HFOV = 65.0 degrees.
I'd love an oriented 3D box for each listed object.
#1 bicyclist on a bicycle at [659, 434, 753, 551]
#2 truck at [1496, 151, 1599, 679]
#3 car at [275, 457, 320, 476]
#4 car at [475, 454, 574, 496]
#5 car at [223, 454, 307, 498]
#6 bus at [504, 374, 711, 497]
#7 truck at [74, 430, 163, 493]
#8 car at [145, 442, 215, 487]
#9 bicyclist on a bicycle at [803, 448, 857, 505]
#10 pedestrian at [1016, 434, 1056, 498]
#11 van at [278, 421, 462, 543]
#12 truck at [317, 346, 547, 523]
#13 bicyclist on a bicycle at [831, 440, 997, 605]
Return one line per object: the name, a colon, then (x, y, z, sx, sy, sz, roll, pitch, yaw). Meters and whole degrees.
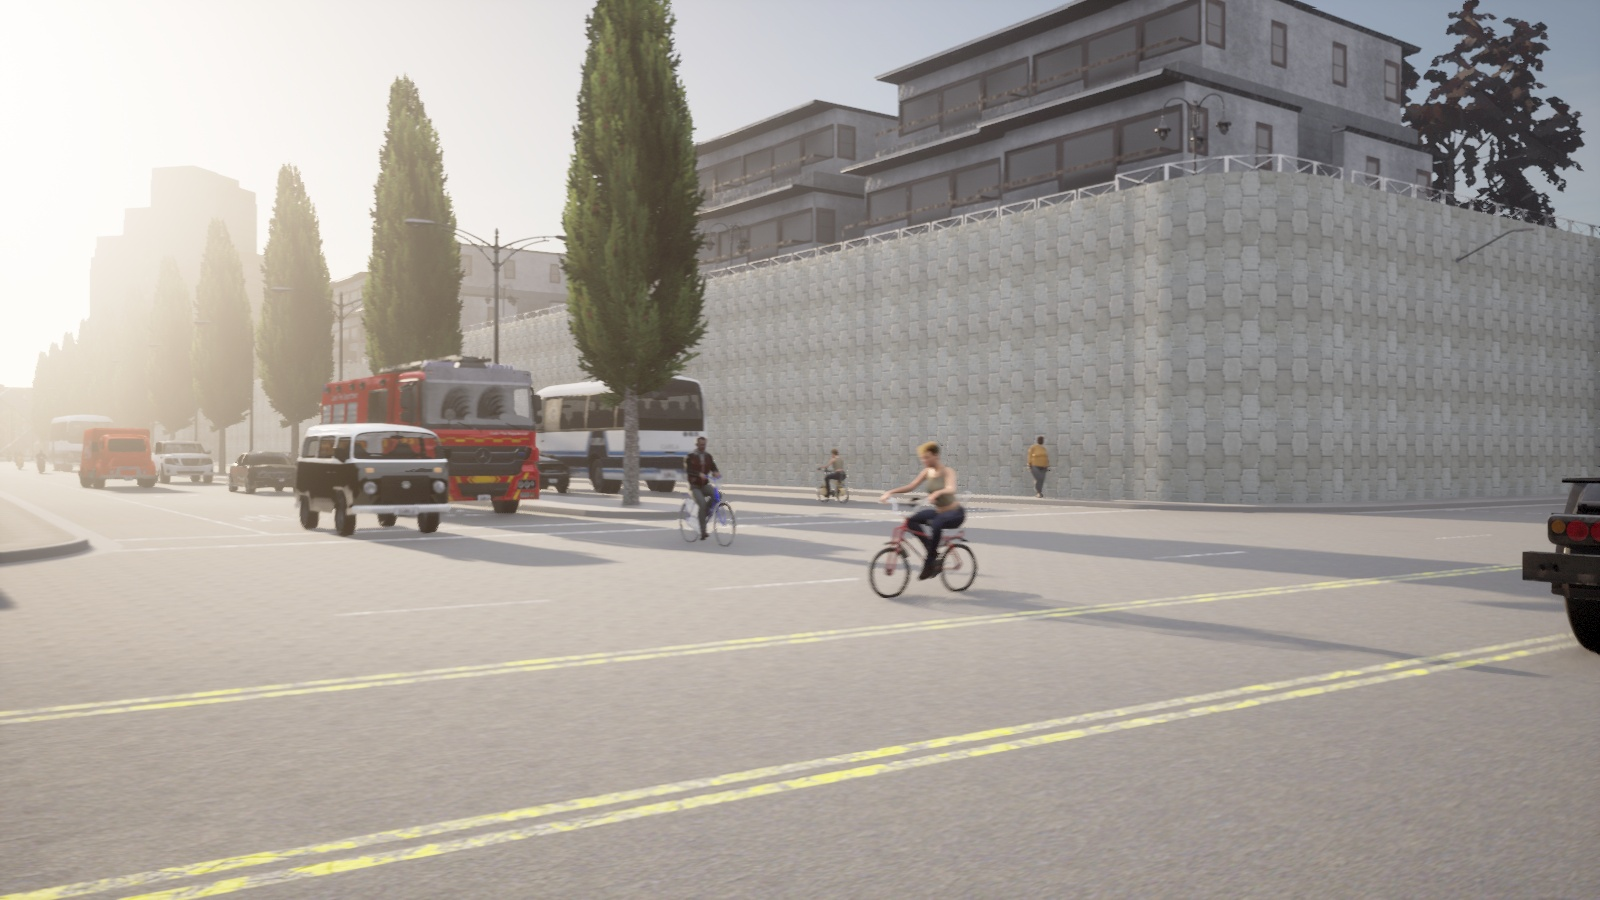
bicyclist on a bicycle: (-1.525, 0.665, 20.086, 0.659, 1.776, 1.843, 0, -1, -33)
truck: (8.954, -0.233, 9.844, 7.936, 3.462, 2.891, 0, 0, -35)
car: (-35.237, 1.116, 87.960, 1.895, 1.301, 4.718, 0, 0, -35)
car: (-10.238, 0.882, 46.424, 1.837, 1.490, 4.892, 0, 0, -35)
car: (-19.531, 0.900, 45.721, 1.837, 1.490, 4.892, 0, 0, -35)
bus: (-7.745, -0.499, 48.918, 3.944, 4.253, 10.273, 0, 0, -34)
truck: (-28.370, 0.442, 52.183, 2.627, 2.467, 5.204, 0, 0, -36)
car: (-29.824, 0.671, 60.321, 2.150, 2.045, 5.566, 0, 0, -35)
bicyclist on a bicycle: (0.866, 0.767, 36.705, 0.866, 1.612, 1.509, 0, 0, -34)
pedestrian: (6.951, 0.473, 36.958, 0.874, 1.855, 0.900, 0, 0, -12)
van: (-8.123, 0.541, 23.459, 2.069, 2.038, 4.480, 0, 0, -35)
truck: (-9.436, -0.325, 31.403, 2.891, 3.827, 8.468, 0, 0, -35)
bicyclist on a bicycle: (1.186, 0.710, 13.046, 1.509, 1.612, 0.866, 0, 0, -36)
